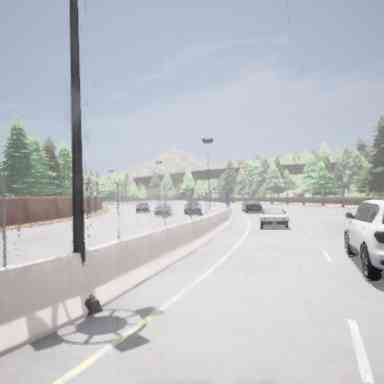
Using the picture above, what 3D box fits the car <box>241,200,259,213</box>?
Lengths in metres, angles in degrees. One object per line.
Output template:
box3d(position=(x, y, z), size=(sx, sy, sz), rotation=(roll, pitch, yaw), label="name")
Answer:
box3d(position=(7.325, 1.777, 41.294), size=(1.882, 1.535, 5.008), rotation=(-1, 0, 1), label="car")

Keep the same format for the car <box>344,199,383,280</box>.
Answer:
box3d(position=(5.878, 1.182, 9.632), size=(2.150, 2.045, 5.566), rotation=(-2, -1, 18), label="car")

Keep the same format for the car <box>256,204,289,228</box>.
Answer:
box3d(position=(5.680, 1.731, 23.412), size=(1.895, 1.301, 4.718), rotation=(-2, -1, 11), label="car")
